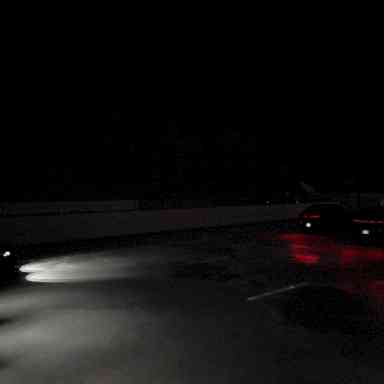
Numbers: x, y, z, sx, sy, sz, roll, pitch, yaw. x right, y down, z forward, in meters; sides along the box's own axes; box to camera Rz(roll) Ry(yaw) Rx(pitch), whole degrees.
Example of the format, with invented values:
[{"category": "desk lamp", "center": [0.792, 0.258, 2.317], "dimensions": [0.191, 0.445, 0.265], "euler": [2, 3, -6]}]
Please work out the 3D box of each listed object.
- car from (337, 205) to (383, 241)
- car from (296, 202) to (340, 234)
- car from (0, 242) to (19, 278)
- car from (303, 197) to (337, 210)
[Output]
[{"category": "car", "center": [9.062, 1.437, 15.343], "dimensions": [4.902, 1.511, 2.128], "euler": [0, 0, -40]}, {"category": "car", "center": [7.935, 1.447, 18.964], "dimensions": [4.892, 1.490, 1.837], "euler": [0, 0, -40]}, {"category": "car", "center": [-6.460, 1.566, 7.843], "dimensions": [4.181, 1.385, 1.994], "euler": [0, 0, -35]}, {"category": "car", "center": [15.782, 1.372, 40.910], "dimensions": [2.128, 1.511, 4.902], "euler": [0, 0, 44]}]
